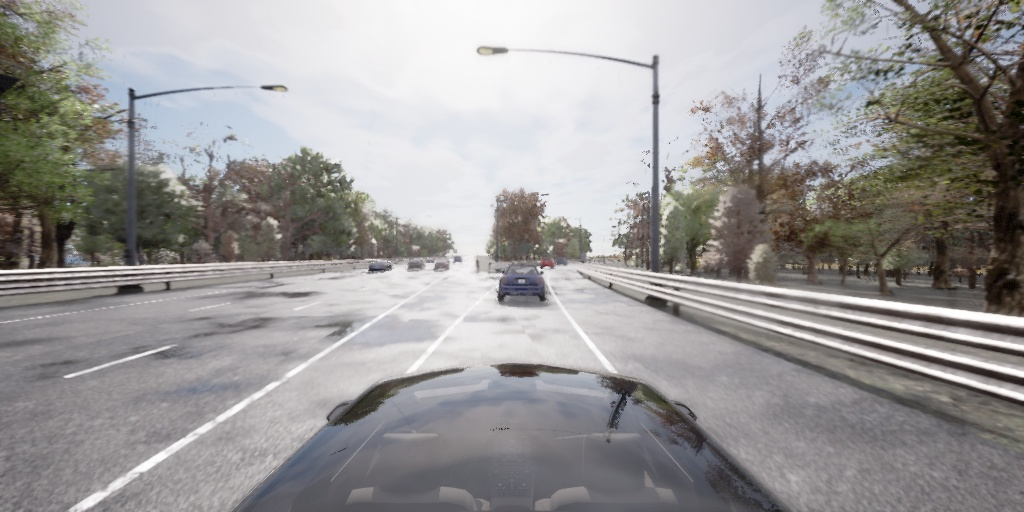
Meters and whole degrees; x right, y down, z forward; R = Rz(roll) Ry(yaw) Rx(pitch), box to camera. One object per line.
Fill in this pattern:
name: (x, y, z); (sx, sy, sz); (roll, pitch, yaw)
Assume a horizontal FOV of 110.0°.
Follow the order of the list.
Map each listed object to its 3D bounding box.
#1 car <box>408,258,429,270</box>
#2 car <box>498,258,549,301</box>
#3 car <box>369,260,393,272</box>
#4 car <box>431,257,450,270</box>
car: (-13.140, 1.186, 49.611); (1.837, 1.490, 4.892); (0, 0, -6)
car: (0.524, 1.135, 17.694); (2.097, 1.767, 4.553); (0, 0, 3)
car: (-16.126, 1.230, 44.165); (1.994, 1.385, 4.181); (0, 0, -6)
car: (-9.634, 1.227, 49.689); (1.812, 1.442, 4.674); (0, 0, -6)
